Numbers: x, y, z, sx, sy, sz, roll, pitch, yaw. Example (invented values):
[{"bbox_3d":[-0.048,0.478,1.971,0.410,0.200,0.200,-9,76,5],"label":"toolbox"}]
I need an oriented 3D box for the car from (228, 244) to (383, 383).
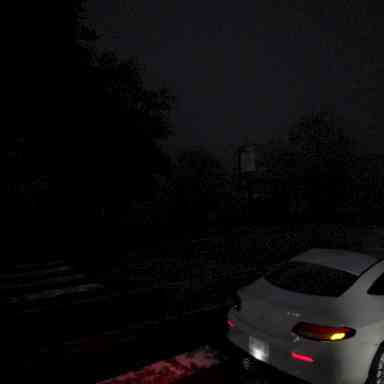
[{"bbox_3d":[2.610,1.530,4.996,4.674,1.442,1.812,0,0,-36],"label":"car"}]
